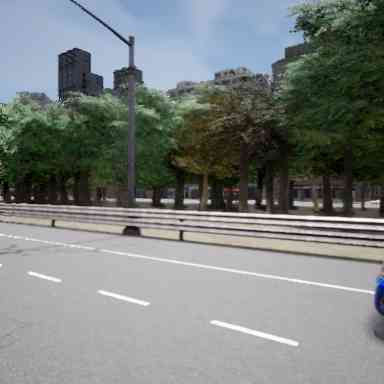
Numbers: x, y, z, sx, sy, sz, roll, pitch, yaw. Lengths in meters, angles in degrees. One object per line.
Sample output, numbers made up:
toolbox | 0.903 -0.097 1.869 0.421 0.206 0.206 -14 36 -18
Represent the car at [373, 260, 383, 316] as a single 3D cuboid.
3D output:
car | 5.496 1.221 4.246 5.566 2.045 2.150 0 0 35
